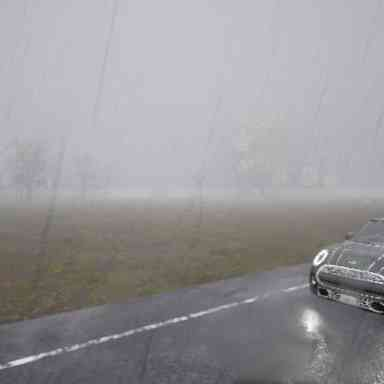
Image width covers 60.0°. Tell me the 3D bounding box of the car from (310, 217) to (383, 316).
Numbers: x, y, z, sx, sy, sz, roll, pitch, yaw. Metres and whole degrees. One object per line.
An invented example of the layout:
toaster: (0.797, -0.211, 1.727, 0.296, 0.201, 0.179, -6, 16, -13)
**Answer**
car: (4.643, 1.343, 7.302, 4.553, 1.767, 2.097, 0, 0, -35)
